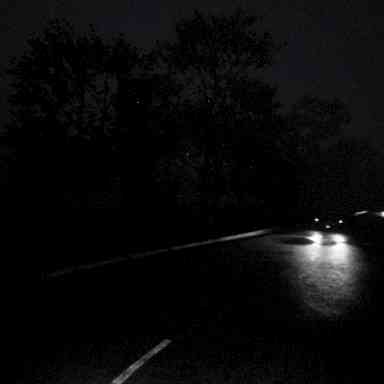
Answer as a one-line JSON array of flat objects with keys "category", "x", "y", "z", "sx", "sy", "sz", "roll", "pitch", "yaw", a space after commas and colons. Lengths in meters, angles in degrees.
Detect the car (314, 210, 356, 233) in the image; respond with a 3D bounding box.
[{"category": "car", "x": 9.903, "y": 1.936, "z": 22.901, "sx": 1.895, "sy": 1.301, "sz": 4.718, "roll": 3, "pitch": 1, "yaw": 35}]
